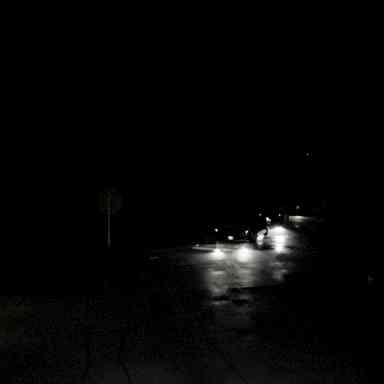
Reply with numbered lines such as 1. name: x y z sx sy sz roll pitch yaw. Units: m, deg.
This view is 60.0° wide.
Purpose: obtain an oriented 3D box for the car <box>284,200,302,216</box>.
1. car: 11.204 1.672 37.421 2.097 1.767 4.553 0 -1 22

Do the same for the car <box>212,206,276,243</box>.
1. car: 2.705 1.631 16.947 2.033 1.411 5.357 0 -1 23

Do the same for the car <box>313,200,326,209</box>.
1. car: 22.427 2.157 58.394 1.837 1.490 4.892 0 -1 19

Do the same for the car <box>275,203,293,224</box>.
1. car: 6.576 1.792 26.485 1.895 1.301 4.718 0 -1 23
